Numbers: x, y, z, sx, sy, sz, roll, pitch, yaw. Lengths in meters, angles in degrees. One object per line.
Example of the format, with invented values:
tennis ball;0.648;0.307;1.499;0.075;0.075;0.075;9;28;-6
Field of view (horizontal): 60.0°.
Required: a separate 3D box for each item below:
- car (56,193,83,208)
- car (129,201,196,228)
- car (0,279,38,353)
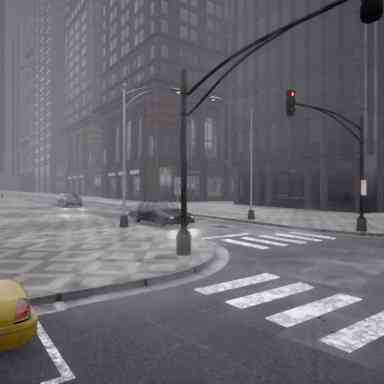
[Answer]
car;-13.131;0.847;35.601;1.837;1.490;4.892;0;1;-36
car;-2.000;1.236;20.206;2.033;1.411;5.357;0;1;-36
car;-4.347;1.525;3.543;4.829;1.417;1.752;0;0;-36
